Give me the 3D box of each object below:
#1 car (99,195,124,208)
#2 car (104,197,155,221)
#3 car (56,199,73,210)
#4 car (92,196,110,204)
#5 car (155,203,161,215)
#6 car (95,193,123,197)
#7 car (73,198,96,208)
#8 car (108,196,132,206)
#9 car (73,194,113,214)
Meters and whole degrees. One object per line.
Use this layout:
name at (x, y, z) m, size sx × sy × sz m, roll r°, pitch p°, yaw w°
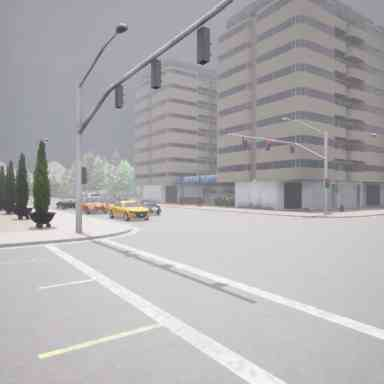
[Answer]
car at (-12.147, 1.352, 49.913) m, size 2.097 × 1.767 × 4.553 m, roll 0°, pitch 0°, yaw -35°
car at (-5.251, 1.478, 27.373) m, size 1.882 × 1.535 × 5.008 m, roll 0°, pitch 0°, yaw -35°
car at (-16.062, 1.601, 42.939) m, size 1.895 × 1.301 × 4.718 m, roll 0°, pitch 0°, yaw -35°
car at (-17.509, 1.505, 63.759) m, size 1.837 × 1.490 × 4.892 m, roll 0°, pitch 0°, yaw -34°
car at (-4.818, 1.491, 32.884) m, size 2.128 × 1.511 × 4.902 m, roll 0°, pitch 0°, yaw -35°
car at (-9.987, 1.352, 40.326) m, size 2.097 × 1.767 × 4.553 m, roll 0°, pitch 0°, yaw -35°
car at (-15.820, 1.601, 48.737) m, size 1.895 × 1.301 × 4.718 m, roll 0°, pitch 0°, yaw -35°
car at (-12.199, 1.491, 56.122) m, size 2.128 × 1.511 × 4.902 m, roll 0°, pitch 0°, yaw -35°
car at (-10.436, 1.352, 34.836) m, size 2.097 × 1.767 × 4.553 m, roll 0°, pitch 0°, yaw -35°
